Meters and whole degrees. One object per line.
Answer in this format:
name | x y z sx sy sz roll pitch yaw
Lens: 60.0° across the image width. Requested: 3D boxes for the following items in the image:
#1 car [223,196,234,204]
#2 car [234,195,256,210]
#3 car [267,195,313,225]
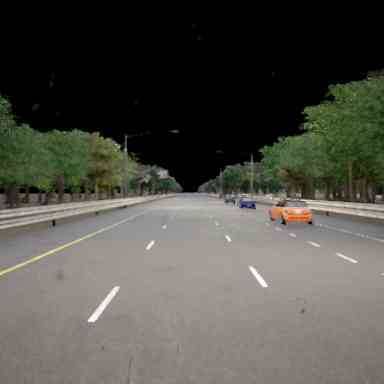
car | 7.000 1.482 62.542 1.837 1.490 4.892 0 0 0
car | 6.999 1.476 43.158 1.882 1.535 5.008 0 0 0
car | 6.999 1.343 24.022 2.097 1.767 4.553 0 0 0
